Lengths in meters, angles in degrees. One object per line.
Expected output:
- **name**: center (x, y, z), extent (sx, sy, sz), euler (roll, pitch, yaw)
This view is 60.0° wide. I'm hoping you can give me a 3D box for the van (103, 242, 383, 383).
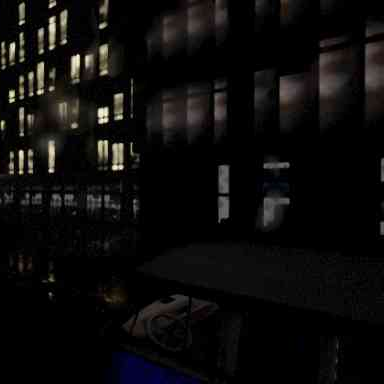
- **van**: center (1.171, 1.340, 2.038), extent (3.998, 1.788, 1.690), euler (1, 0, 35)
